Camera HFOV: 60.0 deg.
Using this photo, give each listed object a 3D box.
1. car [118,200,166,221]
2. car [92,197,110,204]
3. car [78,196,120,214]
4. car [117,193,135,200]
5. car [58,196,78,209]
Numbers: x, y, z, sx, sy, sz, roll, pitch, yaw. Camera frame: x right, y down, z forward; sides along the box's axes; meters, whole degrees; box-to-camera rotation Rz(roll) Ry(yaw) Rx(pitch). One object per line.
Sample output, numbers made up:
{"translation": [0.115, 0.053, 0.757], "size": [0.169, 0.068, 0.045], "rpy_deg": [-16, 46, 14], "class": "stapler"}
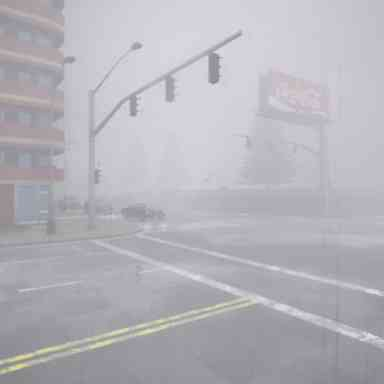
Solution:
{"translation": [-3.980, 1.591, 26.827], "size": [1.895, 1.301, 4.718], "rpy_deg": [0, 0, -36], "class": "car"}
{"translation": [-17.530, 1.580, 63.894], "size": [1.895, 1.301, 4.718], "rpy_deg": [0, 0, -36], "class": "car"}
{"translation": [-9.820, 1.480, 34.930], "size": [2.128, 1.511, 4.902], "rpy_deg": [0, 0, -36], "class": "car"}
{"translation": [-11.451, 1.202, 55.487], "size": [2.150, 2.045, 5.566], "rpy_deg": [0, 0, -36], "class": "car"}
{"translation": [-15.959, 1.340, 43.463], "size": [2.097, 1.767, 4.553], "rpy_deg": [0, 0, -36], "class": "car"}
